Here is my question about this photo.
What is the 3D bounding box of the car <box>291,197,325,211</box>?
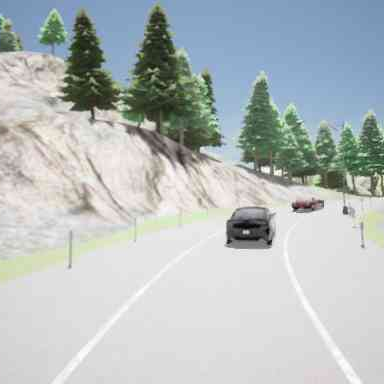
[{"bbox_3d":[11.112,1.081,31.552,1.895,1.301,4.718,-2,1,36],"label":"car"}]

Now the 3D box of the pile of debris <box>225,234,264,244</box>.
[{"bbox_3d":[2.402,2.094,15.062,1.500,0.140,1.860,-1,0,17],"label":"pile of debris"}]

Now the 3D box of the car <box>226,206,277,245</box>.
[{"bbox_3d":[2.823,1.384,15.377,1.882,1.535,5.008,-1,1,17],"label":"car"}]
